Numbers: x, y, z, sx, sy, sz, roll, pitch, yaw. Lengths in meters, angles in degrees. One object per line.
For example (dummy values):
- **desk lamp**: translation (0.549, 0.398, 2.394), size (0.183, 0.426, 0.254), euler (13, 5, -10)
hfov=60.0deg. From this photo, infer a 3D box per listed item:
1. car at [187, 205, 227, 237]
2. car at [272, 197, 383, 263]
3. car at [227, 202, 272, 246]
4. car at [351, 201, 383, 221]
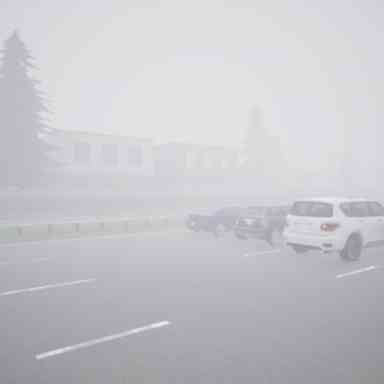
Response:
- **car**: translation (2.065, 1.453, 18.159), size (5.008, 1.535, 1.882), euler (0, 0, -35)
- **car**: translation (5.741, 1.199, 12.185), size (5.566, 2.045, 2.150), euler (0, 0, -35)
- **car**: translation (4.167, 1.327, 15.358), size (4.553, 1.767, 2.097), euler (0, 0, -35)
- **car**: translation (15.246, 1.504, 27.553), size (4.181, 1.385, 1.994), euler (0, 0, -35)
